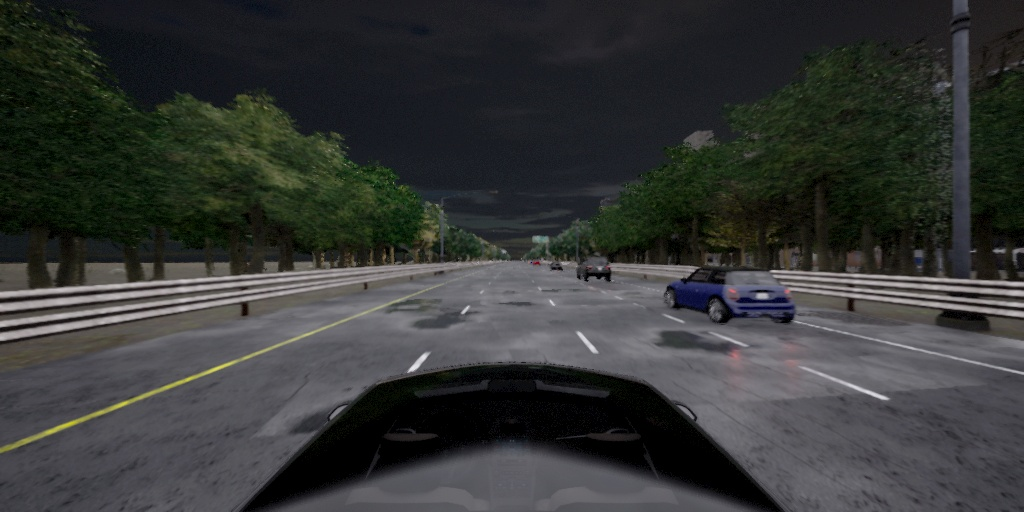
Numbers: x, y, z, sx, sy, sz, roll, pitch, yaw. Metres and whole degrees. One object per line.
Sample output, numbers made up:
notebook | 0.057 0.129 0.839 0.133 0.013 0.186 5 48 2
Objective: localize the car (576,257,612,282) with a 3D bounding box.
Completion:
car | 7.028 1.138 31.286 2.150 2.045 5.566 0 -1 0

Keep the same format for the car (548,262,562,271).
car | 7.145 1.718 59.044 1.837 1.490 4.892 0 -1 0

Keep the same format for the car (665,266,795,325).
car | 6.999 1.136 12.150 2.097 1.767 4.553 0 0 0
